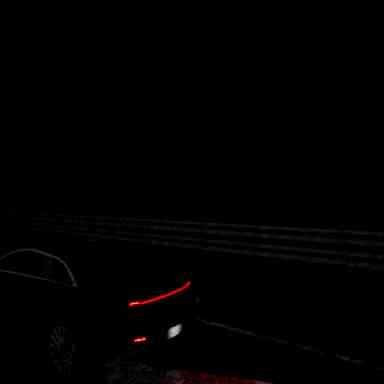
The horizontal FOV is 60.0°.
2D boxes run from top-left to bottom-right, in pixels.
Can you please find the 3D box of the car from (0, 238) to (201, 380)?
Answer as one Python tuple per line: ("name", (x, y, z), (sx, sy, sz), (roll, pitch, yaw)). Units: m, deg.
("car", (-2.168, 1.535, 5.583), (4.902, 1.511, 2.128), (0, 0, 36))
